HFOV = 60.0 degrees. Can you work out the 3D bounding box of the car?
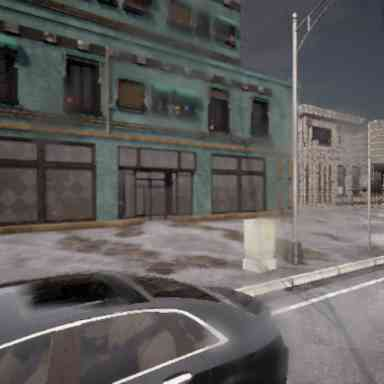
[{"bbox_3d":[-1.353,1.505,2.415,4.892,1.490,1.837,0,0,-35],"label":"car"}]
